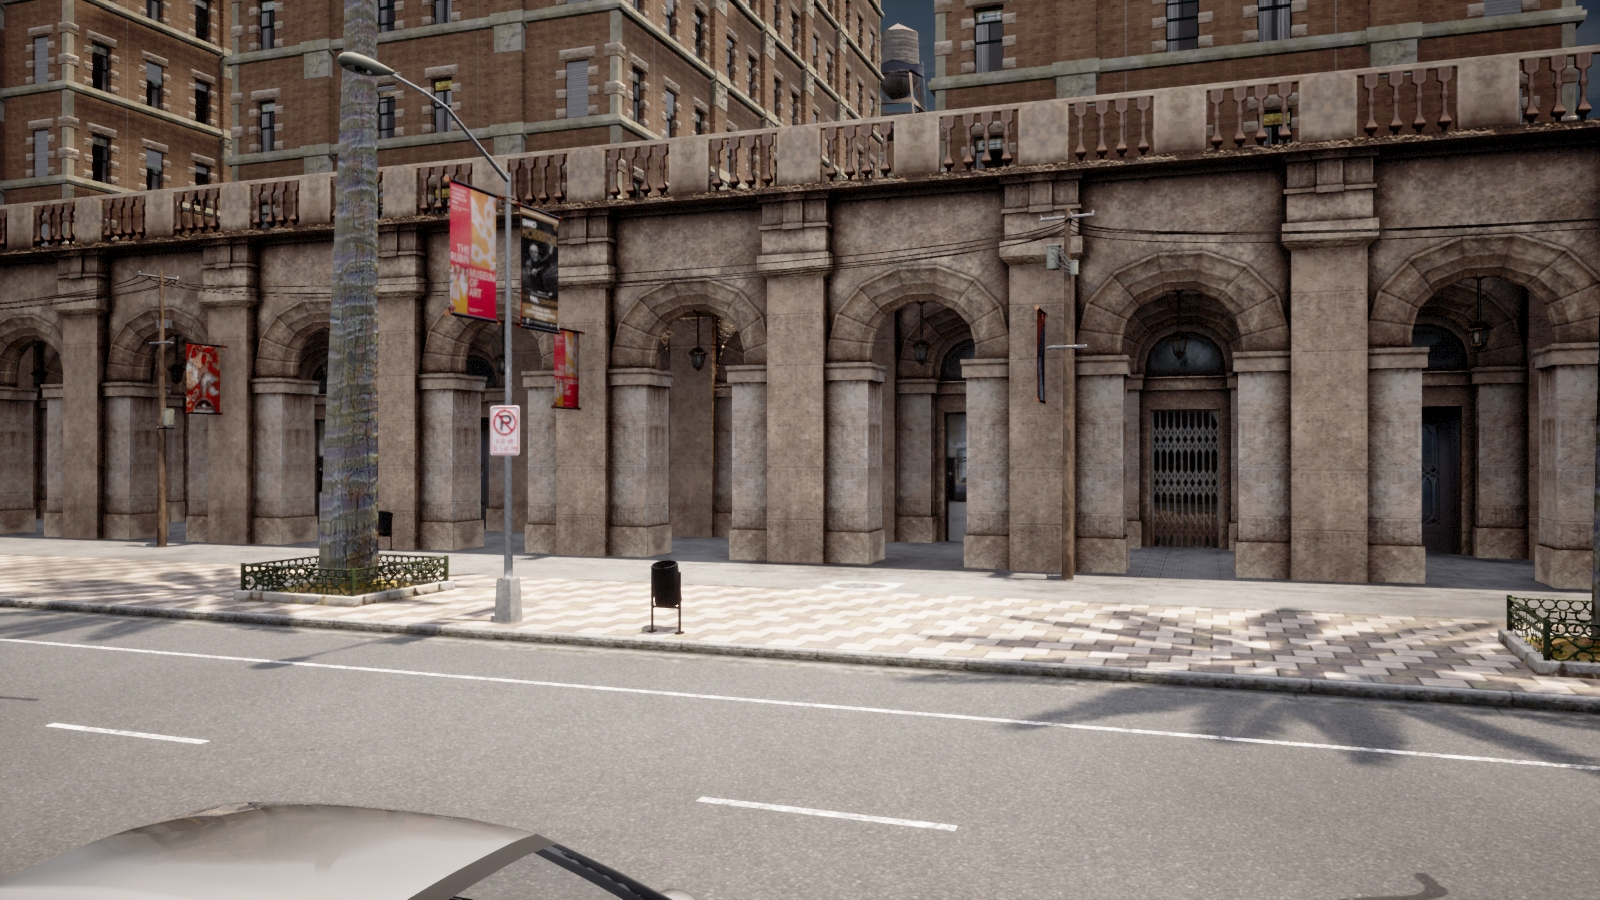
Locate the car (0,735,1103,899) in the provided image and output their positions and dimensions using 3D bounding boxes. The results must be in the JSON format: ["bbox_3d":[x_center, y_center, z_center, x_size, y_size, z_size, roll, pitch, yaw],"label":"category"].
[{"bbox_3d":[-1.248,2.067,3.754,4.193,1.474,1.816,0,0,20],"label":"car"}]
